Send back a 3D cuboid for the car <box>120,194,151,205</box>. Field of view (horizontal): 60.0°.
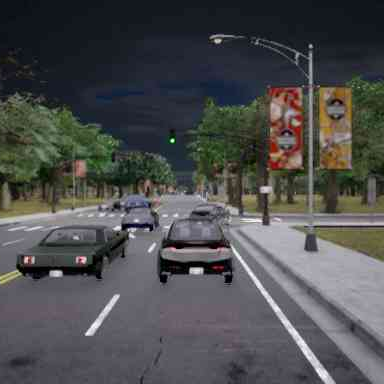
[{"bbox_3d":[-6.588,1.282,39.684,2.150,2.045,5.566,0,0,0],"label":"car"}]

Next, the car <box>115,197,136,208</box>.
[{"bbox_3d":[-9.833,1.571,49.578,2.128,1.511,4.902,0,0,0],"label":"car"}]

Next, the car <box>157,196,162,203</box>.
[{"bbox_3d":[-6.533,1.453,59.742,2.097,1.767,4.553,0,0,1],"label":"car"}]

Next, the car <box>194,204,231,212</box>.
[{"bbox_3d":[1.275,1.534,21.517,1.837,1.490,4.892,-1,0,19],"label":"car"}]

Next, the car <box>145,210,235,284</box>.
[{"bbox_3d":[0.098,1.503,9.643,2.128,1.511,4.902,0,0,0],"label":"car"}]

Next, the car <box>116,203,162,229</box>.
[{"bbox_3d":[-3.154,1.593,20.941,1.994,1.385,4.181,0,0,0],"label":"car"}]

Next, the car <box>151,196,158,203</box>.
[{"bbox_3d":[-6.583,1.680,49.492,1.895,1.301,4.718,0,0,0],"label":"car"}]

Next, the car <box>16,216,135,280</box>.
[{"bbox_3d":[-3.150,1.613,9.951,1.895,1.301,4.718,0,0,0],"label":"car"}]

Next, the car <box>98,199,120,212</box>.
[{"bbox_3d":[-9.831,1.553,40.027,2.128,1.511,4.902,0,0,2],"label":"car"}]

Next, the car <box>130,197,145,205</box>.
[{"bbox_3d":[-9.779,1.607,59.968,1.837,1.490,4.892,0,0,1],"label":"car"}]
